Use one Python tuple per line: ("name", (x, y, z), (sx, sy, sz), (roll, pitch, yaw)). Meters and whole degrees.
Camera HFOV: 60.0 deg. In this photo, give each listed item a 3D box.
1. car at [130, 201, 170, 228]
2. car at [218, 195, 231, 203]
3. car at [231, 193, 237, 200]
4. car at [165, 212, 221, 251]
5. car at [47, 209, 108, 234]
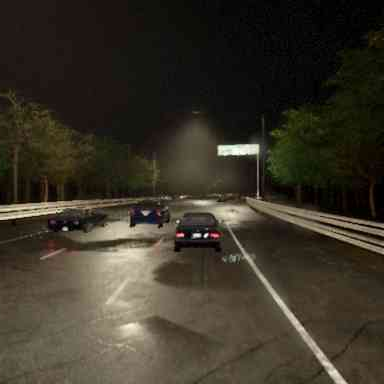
("car", (-2.717, 1.371, 22.499), (2.097, 1.767, 4.553), (0, 0, 3))
("car", (6.836, 1.597, 73.522), (1.994, 1.385, 4.181), (0, 0, 11))
("car", (10.762, 1.596, 92.727), (1.994, 1.385, 4.181), (0, 0, 13))
("car", (0.273, 1.567, 14.133), (2.033, 1.411, 5.357), (0, 0, 2))
("car", (-6.413, 1.610, 19.334), (1.895, 1.301, 4.718), (0, 0, 3))
